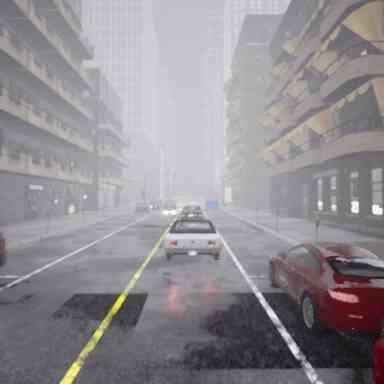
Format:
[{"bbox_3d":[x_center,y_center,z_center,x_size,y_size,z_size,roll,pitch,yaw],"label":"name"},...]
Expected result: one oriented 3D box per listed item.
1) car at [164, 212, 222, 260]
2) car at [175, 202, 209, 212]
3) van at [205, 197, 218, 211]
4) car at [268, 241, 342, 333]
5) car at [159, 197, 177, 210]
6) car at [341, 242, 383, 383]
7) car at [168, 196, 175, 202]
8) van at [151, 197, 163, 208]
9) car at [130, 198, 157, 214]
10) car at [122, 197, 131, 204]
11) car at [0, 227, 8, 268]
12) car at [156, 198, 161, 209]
[{"bbox_3d":[0.041,1.686,12.880,1.895,1.301,4.718,0,0,0],"label":"car"},{"bbox_3d":[0.006,1.718,26.093,2.033,1.411,5.357,0,0,0],"label":"car"},{"bbox_3d":[2.644,1.636,45.346,1.690,1.788,3.998,1,0,0],"label":"van"},{"bbox_3d":[2.696,1.626,6.562,1.802,1.307,4.206,1,0,0],"label":"car"},{"bbox_3d":[-3.152,1.803,48.043,2.128,1.511,4.902,0,0,0],"label":"car"},{"bbox_3d":[2.709,1.323,1.024,2.192,1.841,5.009,1,0,0],"label":"car"},{"bbox_3d":[-5.808,2.050,94.427,1.967,1.590,4.097,1,0,0],"label":"car"},{"bbox_3d":[-5.888,1.707,56.362,1.690,1.788,3.998,1,0,0],"label":"van"},{"bbox_3d":[-5.699,1.809,39.739,2.008,1.369,4.403,1,0,0],"label":"car"},{"bbox_3d":[-16.603,2.008,78.991,4.097,1.590,1.967,0,-2,0],"label":"car"},{"bbox_3d":[-5.680,1.359,6.500,2.192,1.841,5.009,1,0,0],"label":"car"},{"bbox_3d":[-5.707,1.876,45.280,1.802,1.307,4.206,1,0,0],"label":"car"}]
